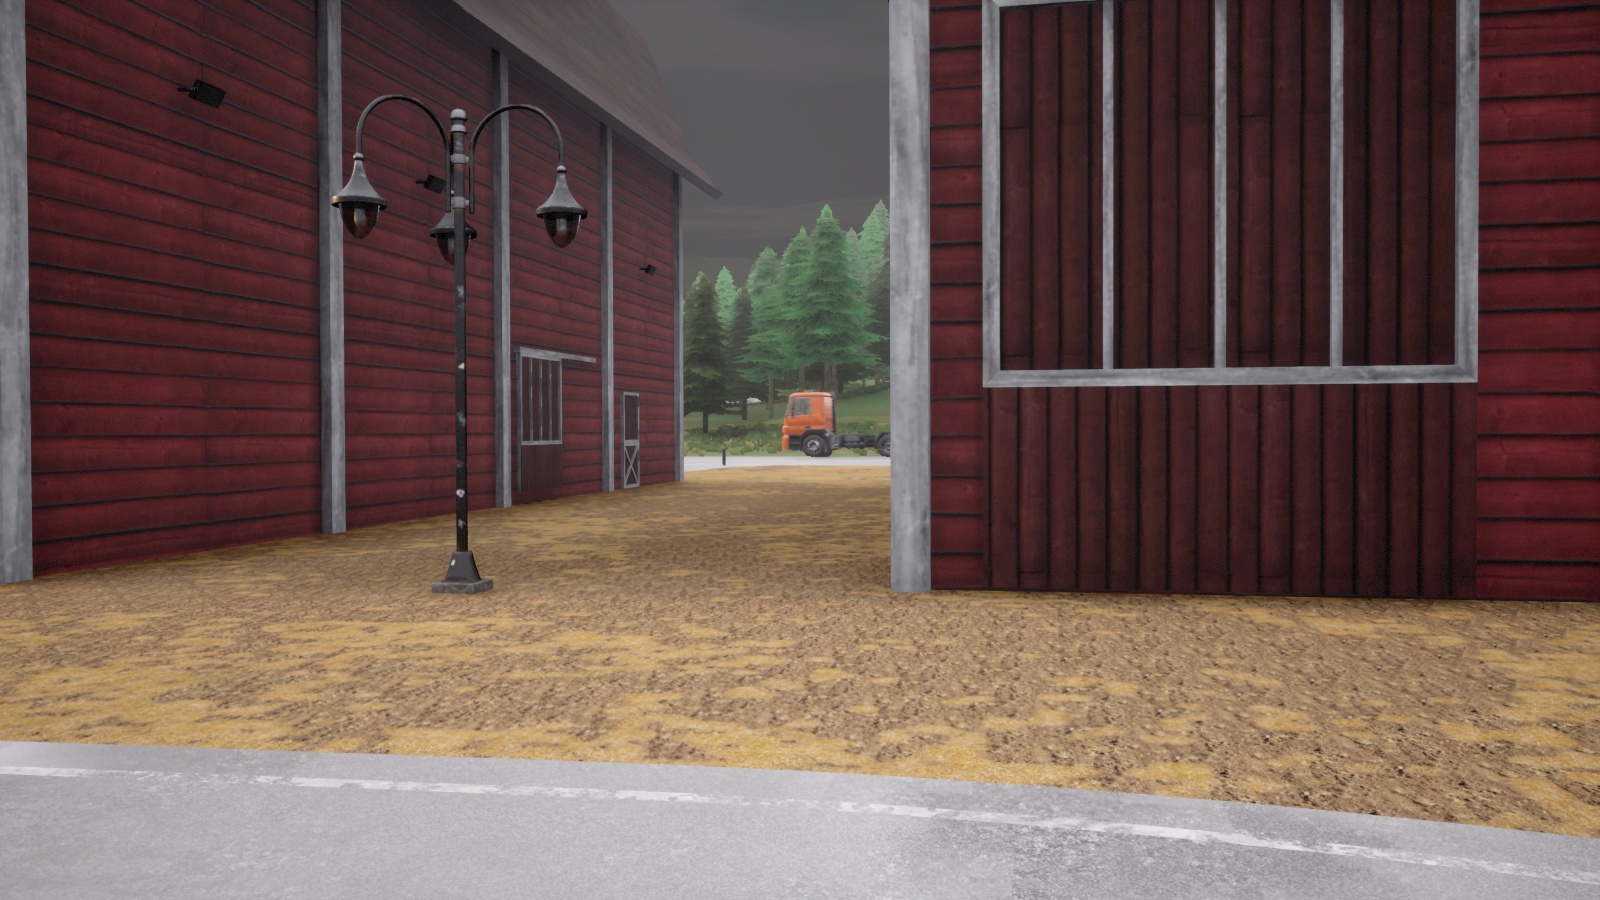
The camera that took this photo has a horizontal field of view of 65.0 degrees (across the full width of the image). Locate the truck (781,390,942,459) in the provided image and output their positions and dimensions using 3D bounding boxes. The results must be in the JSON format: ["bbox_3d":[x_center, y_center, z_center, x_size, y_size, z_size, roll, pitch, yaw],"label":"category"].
[{"bbox_3d":[3.203,-1.317,64.567,7.936,3.462,2.891,0,1,12],"label":"truck"}]
